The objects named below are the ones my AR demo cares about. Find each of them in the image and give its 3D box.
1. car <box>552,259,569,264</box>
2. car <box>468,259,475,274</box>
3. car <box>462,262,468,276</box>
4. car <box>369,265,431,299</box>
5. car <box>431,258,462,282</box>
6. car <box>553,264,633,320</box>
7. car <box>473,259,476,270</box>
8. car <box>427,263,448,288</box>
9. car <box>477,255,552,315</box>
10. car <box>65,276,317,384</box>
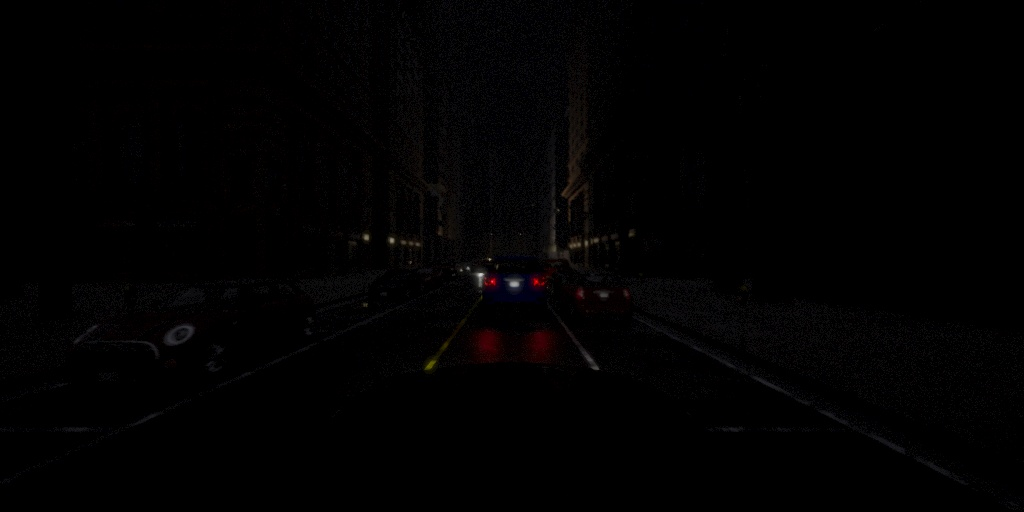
[{"bbox_3d":[2.772,1.106,23.911,2.192,1.841,5.009,0,0,0],"label":"car"},{"bbox_3d":[-5.747,1.375,40.716,2.007,1.370,4.403,0,0,0],"label":"car"},{"bbox_3d":[-5.749,1.339,34.945,1.751,1.417,4.829,0,0,0],"label":"car"},{"bbox_3d":[-5.756,1.347,18.309,1.948,1.339,4.313,0,0,0],"label":"car"},{"bbox_3d":[-5.751,1.117,29.513,2.192,1.841,5.009,0,0,0],"label":"car"},{"bbox_3d":[2.768,1.210,12.708,1.967,1.591,4.097,0,0,0],"label":"car"},{"bbox_3d":[-5.745,1.401,46.318,1.948,1.339,4.313,0,0,0],"label":"car"},{"bbox_3d":[-5.753,1.374,23.911,1.802,1.307,4.207,0,0,0],"label":"car"},{"bbox_3d":[0.090,0.993,13.891,2.150,2.045,5.566,0,0,0],"label":"car"},{"bbox_3d":[-5.760,1.200,7.106,1.967,1.591,4.097,0,0,0],"label":"car"}]
